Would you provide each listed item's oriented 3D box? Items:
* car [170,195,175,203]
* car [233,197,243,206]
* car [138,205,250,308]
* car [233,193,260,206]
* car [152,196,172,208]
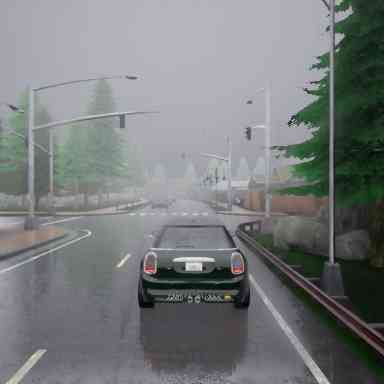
[{"bbox_3d":[-4.187,1.571,53.622,1.895,1.301,4.718,0,0,0],"label":"car"},{"bbox_3d":[8.791,1.144,48.803,4.605,1.855,1.932,0,0,-1],"label":"car"},{"bbox_3d":[0.053,1.352,8.066,2.097,1.767,4.553,0,0,1],"label":"car"},{"bbox_3d":[8.374,1.146,51.312,3.866,1.878,1.905,0,0,-1],"label":"car"},{"bbox_3d":[-4.101,1.535,43.767,1.994,1.385,4.181,0,0,-1],"label":"car"}]
